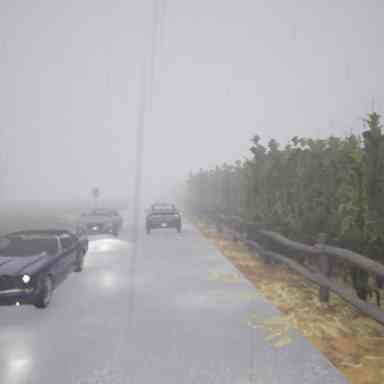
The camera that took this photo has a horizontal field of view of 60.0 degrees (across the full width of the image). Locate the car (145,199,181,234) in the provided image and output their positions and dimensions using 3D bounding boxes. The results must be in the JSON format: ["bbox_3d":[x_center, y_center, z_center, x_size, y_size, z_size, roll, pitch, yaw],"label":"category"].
[{"bbox_3d":[-1.650,1.417,19.037,2.128,1.511,4.902,-1,0,-6],"label":"car"}]

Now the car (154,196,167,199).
[{"bbox_3d":[-4.792,1.336,50.718,1.812,1.442,4.674,-1,0,-6],"label":"car"}]

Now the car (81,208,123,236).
[{"bbox_3d":[-4.843,1.560,17.881,1.994,1.385,4.181,-1,0,-6],"label":"car"}]

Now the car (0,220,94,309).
[{"bbox_3d":[-3.872,1.633,7.969,1.895,1.301,4.718,-1,0,-6],"label":"car"}]
